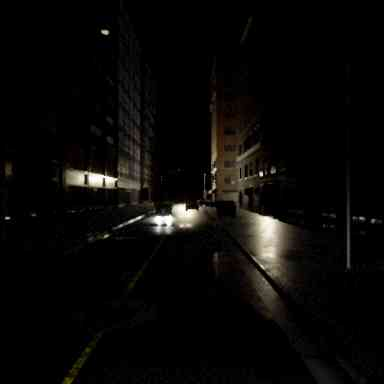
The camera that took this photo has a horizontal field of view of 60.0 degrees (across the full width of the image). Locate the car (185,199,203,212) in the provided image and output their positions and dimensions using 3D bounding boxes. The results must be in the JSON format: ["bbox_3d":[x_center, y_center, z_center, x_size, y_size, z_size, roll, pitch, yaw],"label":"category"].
[{"bbox_3d":[0.048,1.885,45.499,2.128,1.511,4.902,0,0,1],"label":"car"}]

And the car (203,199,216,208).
[{"bbox_3d":[2.737,1.957,56.228,4.902,1.511,2.128,0,-1,-32],"label":"car"}]

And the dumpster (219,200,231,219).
[{"bbox_3d":[3.136,1.675,31.718,1.020,1.700,1.940,0,-1,0],"label":"dumpster"}]

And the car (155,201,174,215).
[{"bbox_3d":[-3.084,1.826,38.035,2.128,1.511,4.902,0,-1,0],"label":"car"}]
